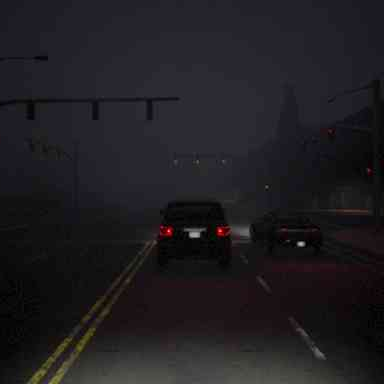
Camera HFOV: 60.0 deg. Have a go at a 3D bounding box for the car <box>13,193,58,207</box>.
[{"bbox_3d":[-21.462,1.126,45.790,4.605,1.855,1.932,0,0,0],"label":"car"}]

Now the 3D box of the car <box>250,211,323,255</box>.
[{"bbox_3d":[3.556,1.483,13.295,2.128,1.511,4.902,0,0,0],"label":"car"}]

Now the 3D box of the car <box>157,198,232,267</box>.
[{"bbox_3d":[0.024,1.216,11.495,2.150,2.045,5.566,0,0,-1],"label":"car"}]

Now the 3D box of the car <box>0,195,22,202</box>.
[{"bbox_3d":[-38.881,1.321,71.198,3.905,1.438,1.784,0,0,0],"label":"car"}]

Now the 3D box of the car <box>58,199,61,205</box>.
[{"bbox_3d":[-21.405,1.127,48.684,3.866,1.878,1.905,0,0,0],"label":"car"}]

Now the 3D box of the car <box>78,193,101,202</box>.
[{"bbox_3d":[-21.427,1.115,68.308,3.866,1.878,1.905,0,0,0],"label":"car"}]

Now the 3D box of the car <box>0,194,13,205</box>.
[{"bbox_3d":[-38.947,1.113,68.301,4.605,1.855,1.932,0,0,0],"label":"car"}]
